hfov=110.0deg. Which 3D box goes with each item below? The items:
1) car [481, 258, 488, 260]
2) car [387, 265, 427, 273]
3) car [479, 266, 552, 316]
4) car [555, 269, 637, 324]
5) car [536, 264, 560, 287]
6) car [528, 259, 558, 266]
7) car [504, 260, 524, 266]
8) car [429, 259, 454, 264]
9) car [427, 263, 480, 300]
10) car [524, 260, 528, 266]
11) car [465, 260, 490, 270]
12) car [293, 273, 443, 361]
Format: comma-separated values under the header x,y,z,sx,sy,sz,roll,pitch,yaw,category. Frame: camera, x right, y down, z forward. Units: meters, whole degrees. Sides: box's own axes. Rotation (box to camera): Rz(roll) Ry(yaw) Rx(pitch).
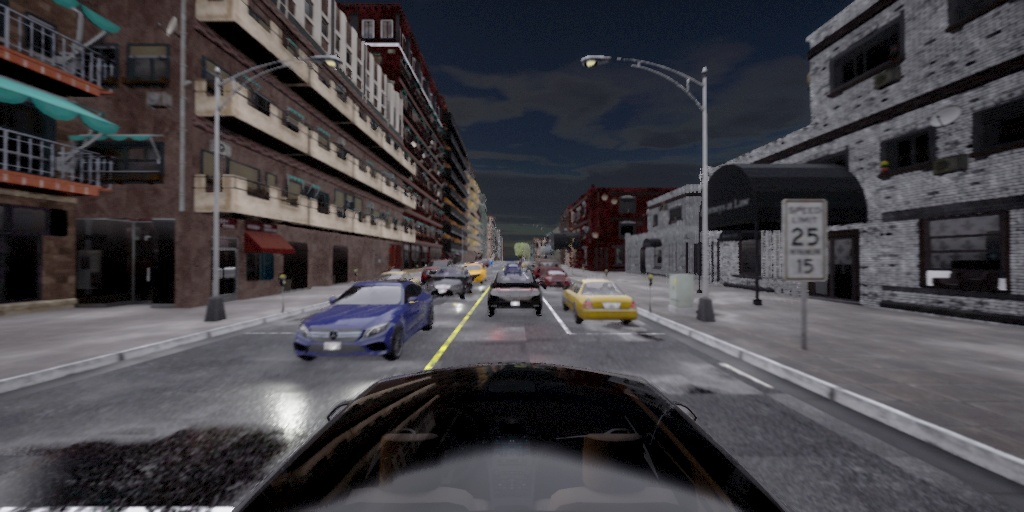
x,y,z,sx,sy,sz,roll,pitch,yaw,category
-5.683,1.473,61.691,1.967,1.591,4.097,0,0,0,car
-5.688,1.336,17.208,1.751,1.417,4.829,0,0,0,car
0.101,1.288,13.668,2.128,1.511,4.902,0,0,0,car
2.692,1.314,12.009,1.751,1.417,4.829,0,0,0,car
2.693,1.420,22.917,1.802,1.307,4.207,0,0,0,car
2.694,1.179,28.457,2.192,1.841,5.009,0,0,0,car
0.092,1.444,39.717,1.812,1.442,4.674,0,0,0,car
-5.687,1.176,28.457,2.192,1.841,5.009,0,0,0,car
-3.079,1.308,18.404,2.128,1.511,4.902,0,0,0,car
2.696,1.497,45.073,2.007,1.370,4.403,0,0,0,car
-3.072,1.340,28.410,1.882,1.535,5.008,0,0,0,car
-3.086,1.299,8.499,1.812,1.442,4.674,0,0,0,car
